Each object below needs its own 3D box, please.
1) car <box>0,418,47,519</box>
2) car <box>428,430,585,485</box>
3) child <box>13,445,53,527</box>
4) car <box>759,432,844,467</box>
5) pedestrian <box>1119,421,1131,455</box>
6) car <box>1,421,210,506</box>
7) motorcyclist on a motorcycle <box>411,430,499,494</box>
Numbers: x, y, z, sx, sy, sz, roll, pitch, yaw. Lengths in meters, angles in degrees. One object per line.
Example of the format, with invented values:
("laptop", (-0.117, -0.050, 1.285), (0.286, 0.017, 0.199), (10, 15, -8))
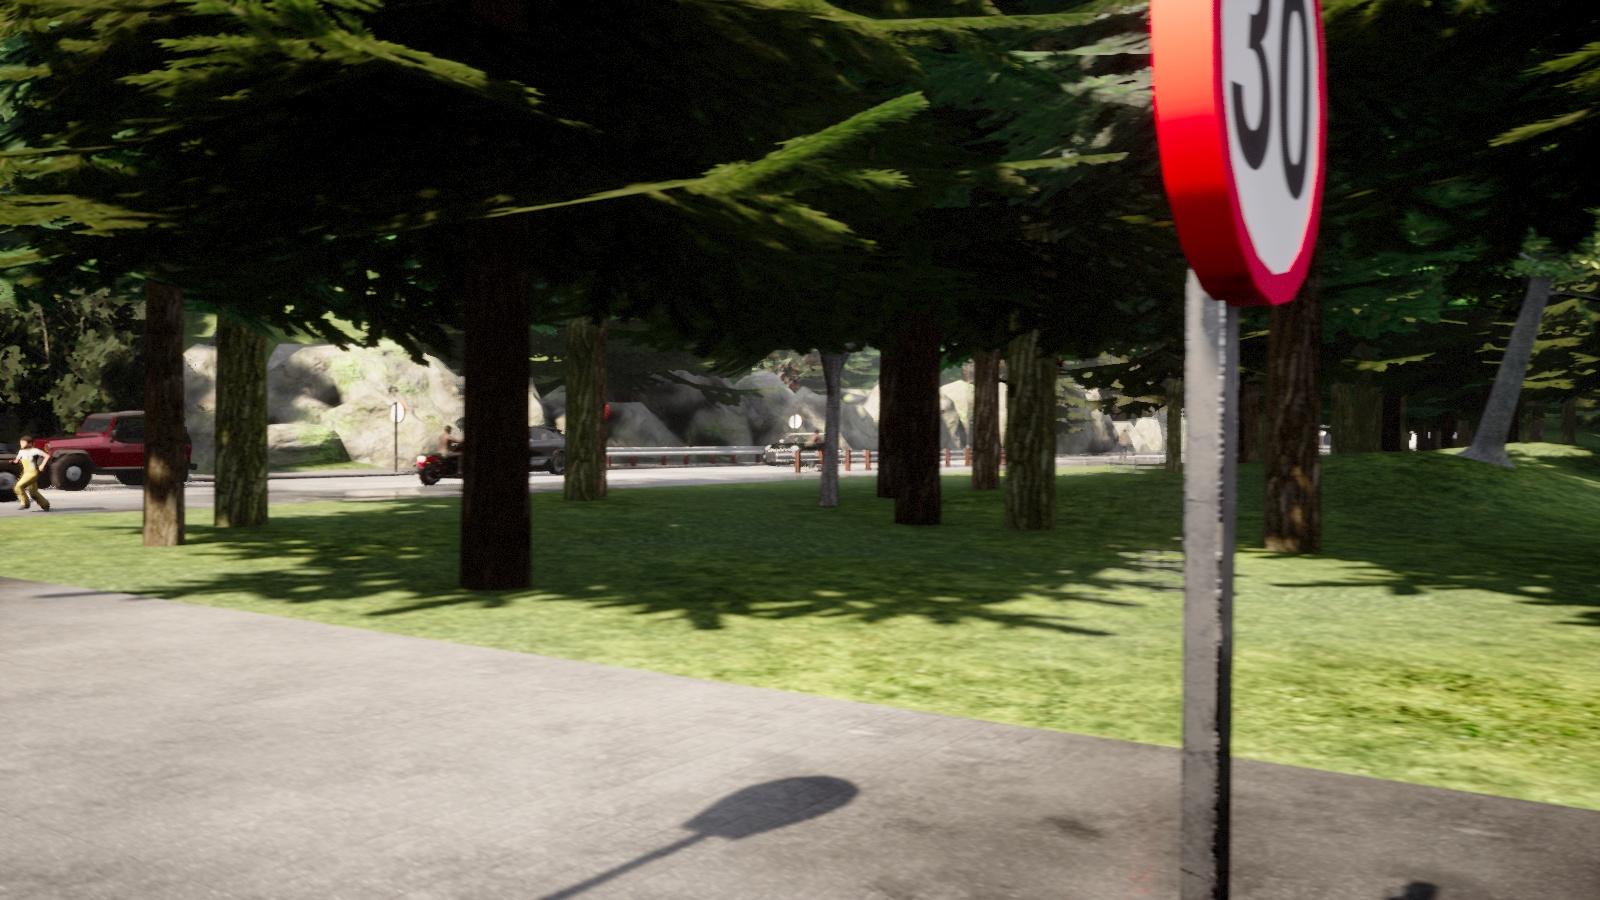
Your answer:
("car", (-16.234, 0.362, 22.859), (1.905, 1.878, 3.866), (0, 1, 31))
("car", (-9.400, 0.193, 40.596), (2.033, 1.649, 4.856), (0, 1, 33))
("child", (-12.113, 0.560, 19.833), (0.270, 1.263, 0.437), (0, 1, 30))
("car", (0.095, -0.056, 55.070), (1.970, 1.475, 3.806), (0, 1, 33))
("pedestrian", (17.600, -0.647, 68.004), (0.328, 1.805, 0.869), (0, 1, 33))
("car", (-16.433, 0.268, 29.874), (1.905, 1.878, 3.866), (0, 1, 33))
("motorcyclist on a motorcycle", (-9.200, 0.306, 33.607), (0.766, 1.649, 2.350), (0, 1, 33))
